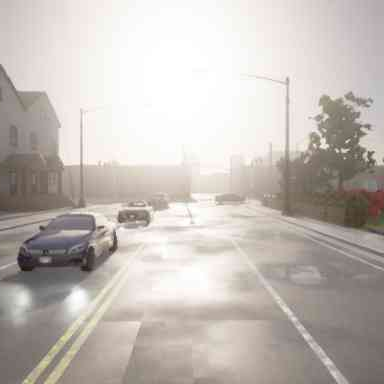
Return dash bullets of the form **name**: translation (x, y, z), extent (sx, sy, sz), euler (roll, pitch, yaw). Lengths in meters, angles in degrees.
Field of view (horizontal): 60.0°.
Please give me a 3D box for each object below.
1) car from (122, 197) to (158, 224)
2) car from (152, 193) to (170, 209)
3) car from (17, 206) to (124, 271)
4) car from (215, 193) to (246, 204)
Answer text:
- **car**: translation (-3.651, 1.278, 22.190), extent (1.994, 1.385, 4.181), euler (0, 1, 0)
- **car**: translation (-3.614, 0.880, 36.553), extent (2.097, 1.767, 4.553), euler (0, 1, 0)
- **car**: translation (-3.618, 1.389, 10.528), extent (1.812, 1.442, 4.674), euler (0, 1, 0)
- **car**: translation (5.610, 0.886, 48.260), extent (4.892, 1.490, 1.837), euler (0, -2, -32)
